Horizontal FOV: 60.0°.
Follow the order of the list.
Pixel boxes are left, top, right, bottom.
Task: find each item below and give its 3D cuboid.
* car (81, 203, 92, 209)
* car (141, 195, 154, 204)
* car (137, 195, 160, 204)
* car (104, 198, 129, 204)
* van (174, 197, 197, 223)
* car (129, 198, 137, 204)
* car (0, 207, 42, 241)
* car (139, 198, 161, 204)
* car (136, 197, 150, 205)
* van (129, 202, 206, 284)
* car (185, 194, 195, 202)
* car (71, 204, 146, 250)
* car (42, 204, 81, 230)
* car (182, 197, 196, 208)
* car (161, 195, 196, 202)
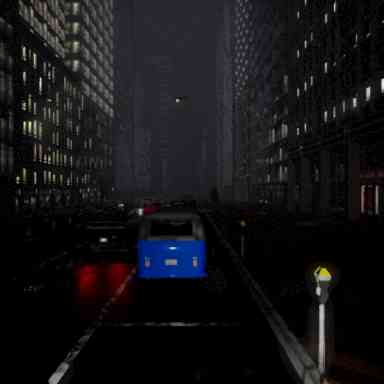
[{"bbox_3d":[-8.843,1.576,26.356,1.802,1.307,4.206,-1,0,0],"label":"car"},{"bbox_3d":[-8.844,1.425,66.141,1.967,1.590,4.097,-1,0,0],"label":"car"},{"bbox_3d":[-6.145,1.502,47.248,1.882,1.535,5.008,0,0,0],"label":"car"},{"bbox_3d":[-8.843,1.543,37.724,2.008,1.369,4.403,-1,0,0],"label":"car"},{"bbox_3d":[-0.465,1.335,26.356,1.690,1.788,3.998,-1,0,0],"label":"van"},{"bbox_3d":[-8.843,1.540,49.090,2.008,1.369,4.403,-1,0,0],"label":"car"},{"bbox_3d":[-8.843,1.541,14.989,1.887,1.381,4.507,-1,0,0],"label":"car"},{"bbox_3d":[-3.146,1.528,29.248,1.812,1.442,4.674,0,0,0],"label":"car"},{"bbox_3d":[-8.843,1.568,60.458,1.802,1.307,4.206,-1,0,0],"label":"car"},{"bbox_3d":[-0.465,1.338,9.305,1.690,1.788,3.998,-1,0,0],"label":"van"},{"bbox_3d":[-0.465,1.297,77.509,2.192,1.841,5.009,-1,0,0],"label":"car"},{"bbox_3d":[-3.146,1.492,14.247,2.128,1.511,4.902,0,0,0],"label":"car"},{"bbox_3d":[-8.844,1.546,20.673,2.008,1.369,4.403,-1,0,0],"label":"car"},{"bbox_3d":[-0.462,1.540,49.090,2.008,1.369,4.403,-1,0,0],"label":"car"},{"bbox_3d":[-0.465,1.310,20.672,2.192,1.841,5.009,-1,0,0],"label":"car"}]
